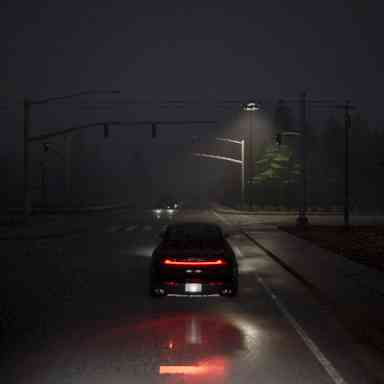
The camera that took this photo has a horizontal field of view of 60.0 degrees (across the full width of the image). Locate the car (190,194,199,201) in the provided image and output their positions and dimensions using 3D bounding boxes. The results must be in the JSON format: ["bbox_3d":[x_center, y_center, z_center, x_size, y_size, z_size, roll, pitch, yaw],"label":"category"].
[{"bbox_3d":[0.671,1.294,83.258,2.097,1.767,4.553,0,0,2],"label":"car"}]

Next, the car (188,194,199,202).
[{"bbox_3d":[0.286,1.350,73.218,2.097,1.767,4.553,0,0,2],"label":"car"}]

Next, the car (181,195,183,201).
[{"bbox_3d":[-3.111,1.355,76.101,1.837,1.490,4.892,0,0,2],"label":"car"}]

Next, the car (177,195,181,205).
[{"bbox_3d":[-3.520,1.562,60.000,1.994,1.385,4.181,0,0,1],"label":"car"}]

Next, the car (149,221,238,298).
[{"bbox_3d":[0.049,1.501,8.525,1.837,1.490,4.892,0,0,1],"label":"car"}]

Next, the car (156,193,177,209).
[{"bbox_3d":[-3.591,1.221,45.939,2.150,2.045,5.566,0,0,0],"label":"car"}]
